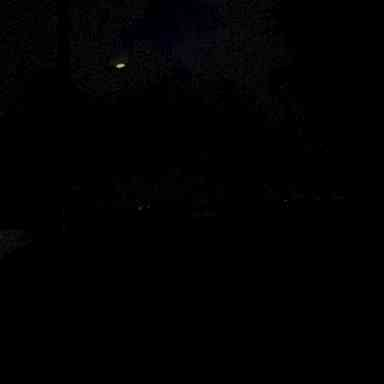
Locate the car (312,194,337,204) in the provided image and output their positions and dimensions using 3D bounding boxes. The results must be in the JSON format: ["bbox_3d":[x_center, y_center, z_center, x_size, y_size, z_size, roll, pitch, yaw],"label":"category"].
[{"bbox_3d":[18.846,0.975,48.635,2.033,1.411,5.357,-4,-2,42],"label":"car"}]

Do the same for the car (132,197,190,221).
[{"bbox_3d":[-2.249,1.180,25.045,2.097,1.767,4.553,-4,-2,42],"label":"car"}]

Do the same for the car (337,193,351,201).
[{"bbox_3d":[25.063,0.831,55.700,1.994,1.385,4.181,-4,-2,42],"label":"car"}]

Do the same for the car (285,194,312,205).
[{"bbox_3d":[15.597,1.125,49.638,1.837,1.490,4.892,-4,-2,42],"label":"car"}]
